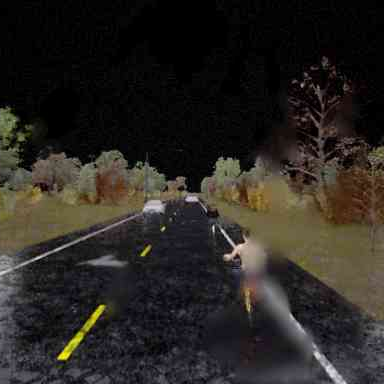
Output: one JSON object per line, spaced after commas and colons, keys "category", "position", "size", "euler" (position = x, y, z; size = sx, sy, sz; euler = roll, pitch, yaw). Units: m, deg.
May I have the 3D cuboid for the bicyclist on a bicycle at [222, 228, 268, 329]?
{"category": "bicyclist on a bicycle", "position": [0.988, 1.435, 5.966], "size": [0.866, 1.612, 1.509], "euler": [0, 0, 0]}

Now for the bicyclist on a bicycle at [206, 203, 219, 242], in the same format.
{"category": "bicyclist on a bicycle", "position": [0.959, 1.369, 15.464], "size": [0.659, 1.776, 1.843], "euler": [0, 0, 0]}

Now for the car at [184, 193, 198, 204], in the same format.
{"category": "car", "position": [0.024, 1.252, 62.915], "size": [2.150, 2.045, 5.566], "euler": [0, 0, 0]}

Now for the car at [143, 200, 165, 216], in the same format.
{"category": "car", "position": [-3.598, 1.530, 32.130], "size": [1.812, 1.442, 4.674], "euler": [0, 0, 0]}
